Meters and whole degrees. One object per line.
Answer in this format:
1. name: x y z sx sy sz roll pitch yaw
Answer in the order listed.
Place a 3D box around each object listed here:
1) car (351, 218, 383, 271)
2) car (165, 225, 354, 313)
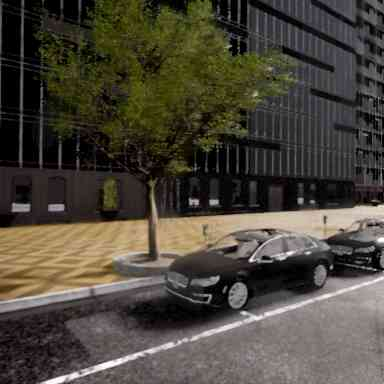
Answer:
1. car: 6.071 1.547 10.879 4.403 1.369 2.008 0 1 -35
2. car: 1.474 1.549 7.600 4.403 1.369 2.008 0 1 -35
